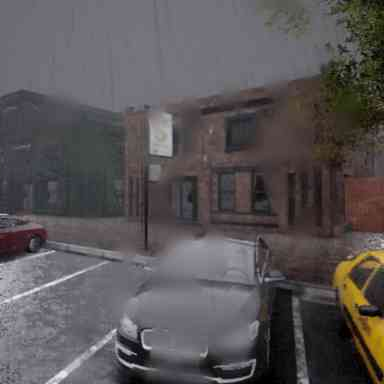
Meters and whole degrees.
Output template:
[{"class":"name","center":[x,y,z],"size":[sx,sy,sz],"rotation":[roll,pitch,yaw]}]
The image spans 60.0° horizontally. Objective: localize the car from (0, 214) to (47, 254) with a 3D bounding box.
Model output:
[{"class":"car","center":[-6.860,1.473,11.011],"size":[2.002,1.452,4.674],"rotation":[1,0,16]}]

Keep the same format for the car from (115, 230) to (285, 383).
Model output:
[{"class":"car","center":[0.459,1.475,5.771],"size":[2.231,1.521,4.892],"rotation":[1,0,16]}]

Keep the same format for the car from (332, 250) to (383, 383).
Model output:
[{"class":"car","center":[2.846,1.482,3.841],"size":[1.946,1.575,5.366],"rotation":[1,0,16]}]
